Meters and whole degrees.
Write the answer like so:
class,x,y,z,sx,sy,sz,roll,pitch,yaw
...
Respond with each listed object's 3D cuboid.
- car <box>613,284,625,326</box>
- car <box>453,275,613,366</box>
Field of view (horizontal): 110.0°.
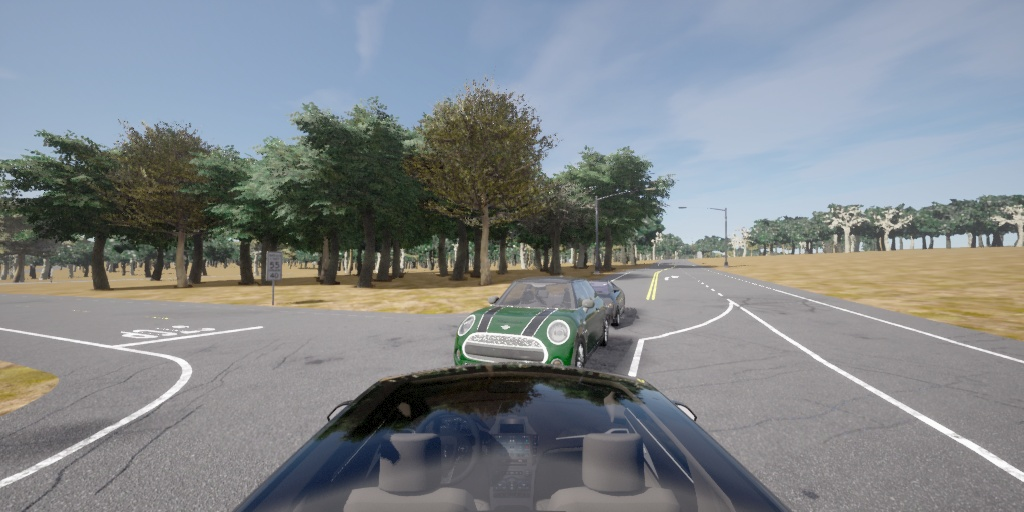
class,x,y,z,sx,sy,sz,roll,pitch,yaw
car,2.912,1.555,12.880,1.994,1.385,4.181,-2,0,22
car,0.685,1.222,7.448,2.097,1.767,4.553,-1,-2,22
